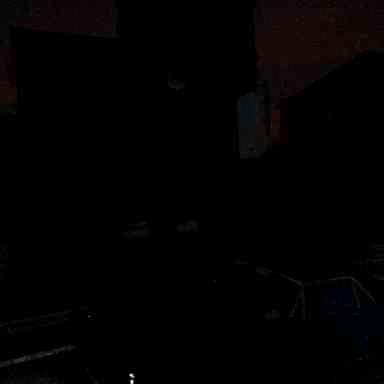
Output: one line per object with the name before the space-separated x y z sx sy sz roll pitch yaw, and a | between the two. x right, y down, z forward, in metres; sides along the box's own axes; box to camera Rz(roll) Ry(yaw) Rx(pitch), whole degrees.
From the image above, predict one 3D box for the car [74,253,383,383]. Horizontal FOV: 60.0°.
car | 1.008 1.593 4.375 4.718 1.301 1.895 0 0 -30
